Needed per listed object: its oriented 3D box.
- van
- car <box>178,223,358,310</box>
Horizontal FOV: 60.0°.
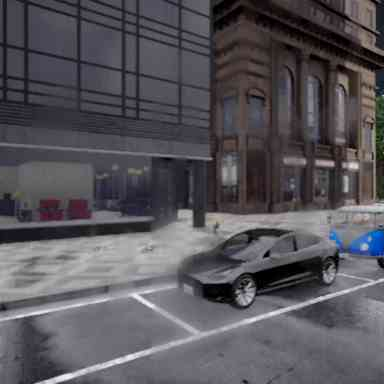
[{"bbox_3d":[6.179,1.328,10.920,3.998,1.788,1.690,0,0,-35],"label":"van"},{"bbox_3d":[1.717,1.553,7.813,4.313,1.339,1.947,0,0,-35],"label":"car"}]
